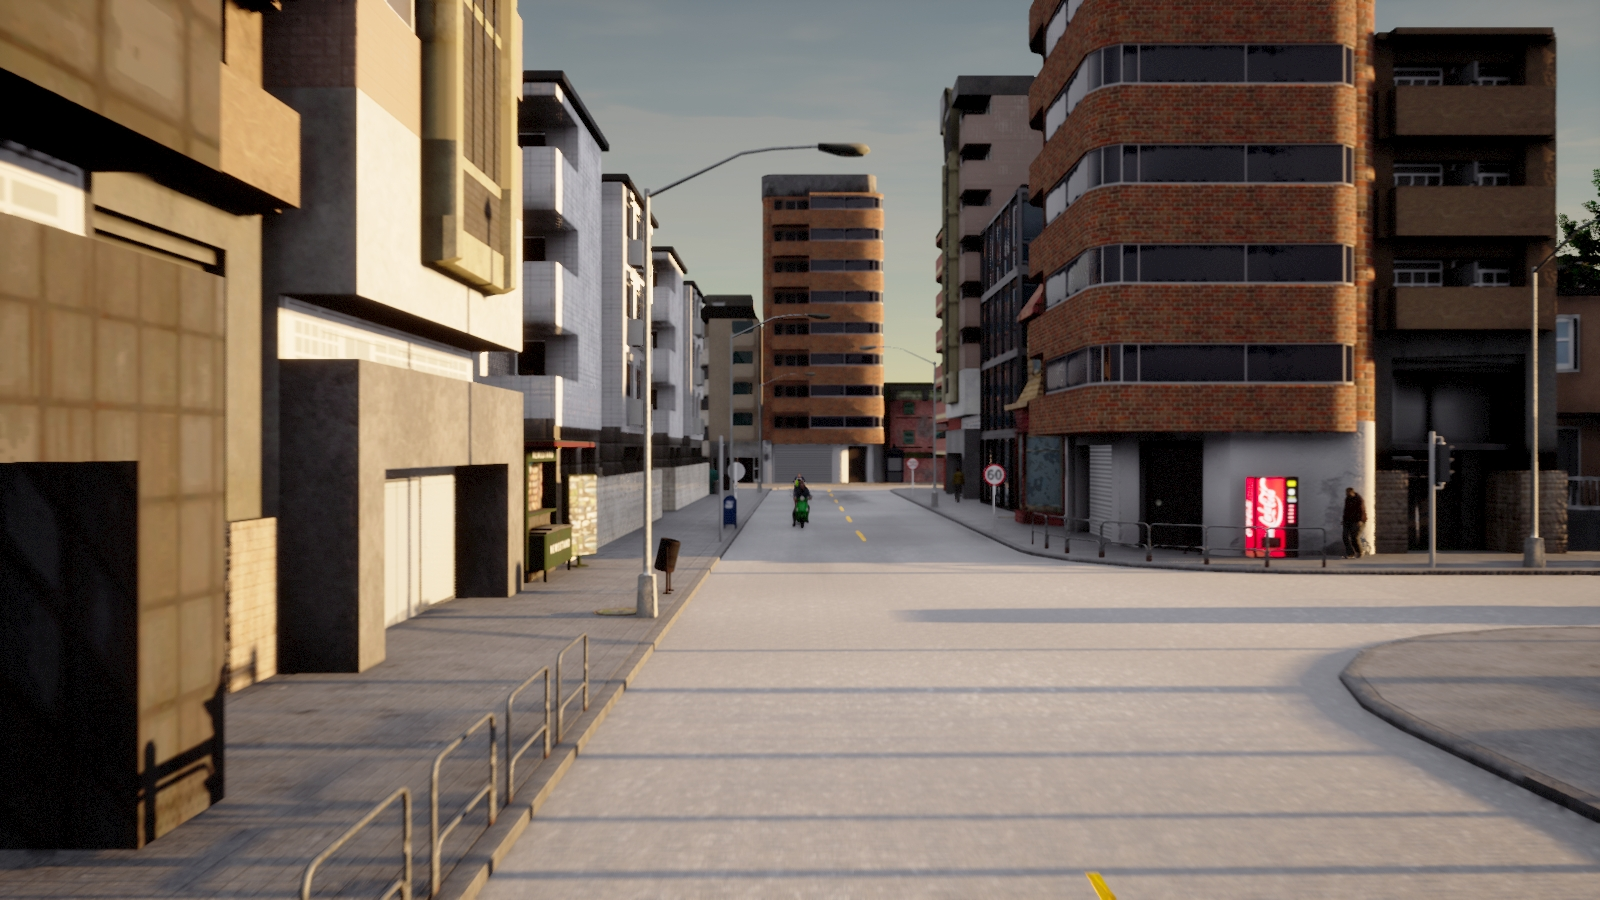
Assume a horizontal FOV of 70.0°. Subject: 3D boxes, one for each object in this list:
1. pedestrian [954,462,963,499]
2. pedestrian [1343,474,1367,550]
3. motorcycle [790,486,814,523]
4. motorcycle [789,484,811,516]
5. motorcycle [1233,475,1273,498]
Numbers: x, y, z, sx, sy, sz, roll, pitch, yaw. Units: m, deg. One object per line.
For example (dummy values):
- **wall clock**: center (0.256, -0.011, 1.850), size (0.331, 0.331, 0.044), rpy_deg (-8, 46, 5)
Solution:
- **pedestrian**: center (7.990, 1.523, 57.668), size (0.375, 1.860, 0.375), rpy_deg (0, 0, -4)
- **pedestrian**: center (13.637, 1.516, 28.075), size (0.375, 1.860, 0.375), rpy_deg (0, 0, -22)
- **motorcycle**: center (0.067, 1.962, 41.489), size (0.856, 1.236, 1.805), rpy_deg (0, 0, 0)
- **motorcycle**: center (0.023, 1.961, 45.353), size (0.856, 1.236, 1.805), rpy_deg (0, -1, 0)
- **motorcycle**: center (24.399, 1.962, 61.548), size (1.805, 1.236, 0.856), rpy_deg (0, 0, 2)
